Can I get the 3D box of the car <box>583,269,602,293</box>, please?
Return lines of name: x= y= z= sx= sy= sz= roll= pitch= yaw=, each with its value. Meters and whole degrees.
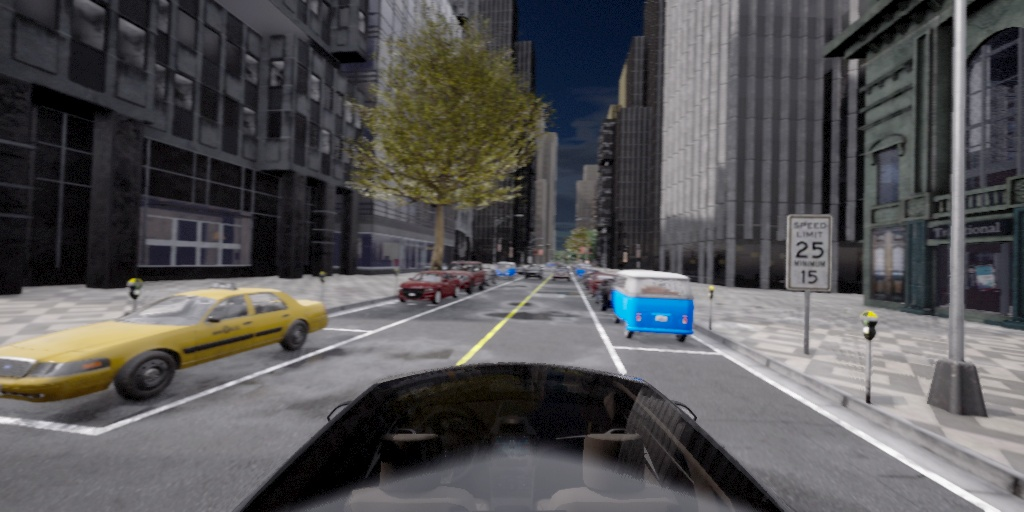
car: x=5.473 y=1.708 z=21.256 sx=1.888 sy=1.381 sz=4.507 roll=0 pitch=0 yaw=8

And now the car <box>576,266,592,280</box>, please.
car: x=7.059 y=1.900 z=31.964 sx=2.007 sy=1.370 sz=4.403 roll=0 pitch=0 yaw=8

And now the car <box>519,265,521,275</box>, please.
car: x=0.865 y=1.943 z=48.312 sx=1.948 sy=1.339 sz=4.313 roll=0 pitch=0 yaw=8

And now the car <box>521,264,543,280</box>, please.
car: x=2.536 y=1.831 z=40.607 sx=1.837 sy=1.490 sz=4.892 roll=2 pitch=-1 yaw=8

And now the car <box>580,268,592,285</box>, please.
car: x=6.266 y=1.838 z=26.611 sx=1.802 sy=1.307 sz=4.207 roll=0 pitch=0 yaw=8

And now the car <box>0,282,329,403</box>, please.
car: x=-5.364 y=1.174 z=6.294 sx=1.751 sy=1.417 sz=4.829 roll=0 pitch=0 yaw=8

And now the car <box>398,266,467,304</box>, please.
car: x=-3.783 y=1.373 z=16.926 sx=1.888 sy=1.381 sz=4.507 roll=0 pitch=0 yaw=8

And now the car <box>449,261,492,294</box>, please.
car: x=-3.008 y=1.233 z=22.157 sx=2.192 sy=1.841 sz=5.009 roll=0 pitch=0 yaw=8

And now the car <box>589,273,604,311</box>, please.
car: x=4.680 y=1.636 z=15.902 sx=1.948 sy=1.339 sz=4.313 roll=0 pitch=0 yaw=8

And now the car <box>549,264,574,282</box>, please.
car: x=5.285 y=1.926 z=38.251 sx=2.033 sy=1.411 sz=5.357 roll=2 pitch=-1 yaw=9

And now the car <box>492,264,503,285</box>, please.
car: x=-2.234 y=1.560 z=27.389 sx=2.007 sy=1.370 sz=4.403 roll=0 pitch=0 yaw=8

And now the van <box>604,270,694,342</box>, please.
van: x=3.887 y=1.319 z=10.548 sx=1.690 sy=1.789 sz=3.998 roll=0 pitch=0 yaw=8

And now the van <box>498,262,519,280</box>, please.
van: x=-0.684 y=1.533 z=37.850 sx=1.690 sy=1.789 sz=3.998 roll=0 pitch=0 yaw=8

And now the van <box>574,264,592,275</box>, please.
van: x=8.644 y=1.879 z=42.672 sx=1.690 sy=1.789 sz=3.998 roll=0 pitch=0 yaw=8
